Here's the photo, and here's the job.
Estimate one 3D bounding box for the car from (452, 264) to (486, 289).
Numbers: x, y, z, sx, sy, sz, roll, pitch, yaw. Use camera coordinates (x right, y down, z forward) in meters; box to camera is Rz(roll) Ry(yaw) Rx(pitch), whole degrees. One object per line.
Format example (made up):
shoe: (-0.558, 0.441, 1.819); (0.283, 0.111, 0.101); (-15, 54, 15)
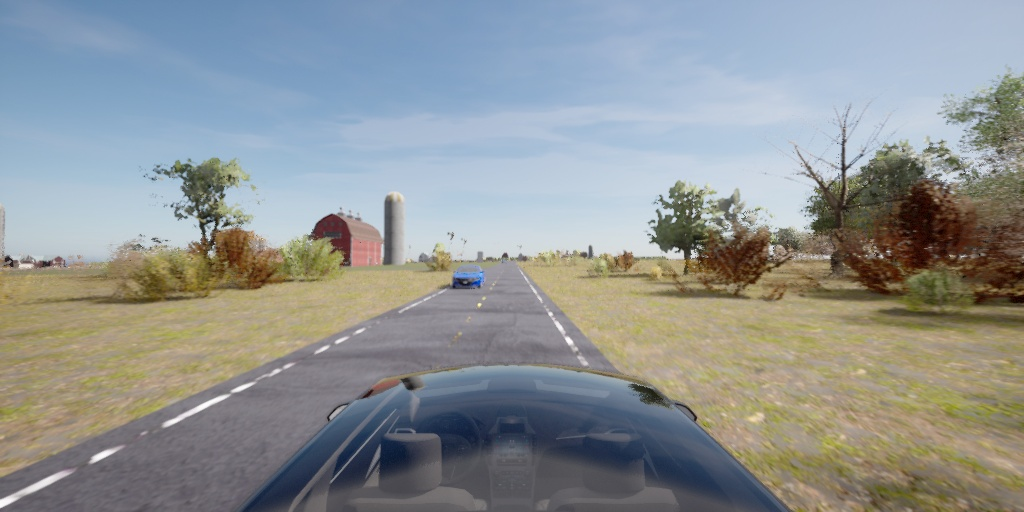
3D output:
car: (-2.858, 1.356, 24.403); (1.882, 1.535, 5.008); (0, 0, 0)
